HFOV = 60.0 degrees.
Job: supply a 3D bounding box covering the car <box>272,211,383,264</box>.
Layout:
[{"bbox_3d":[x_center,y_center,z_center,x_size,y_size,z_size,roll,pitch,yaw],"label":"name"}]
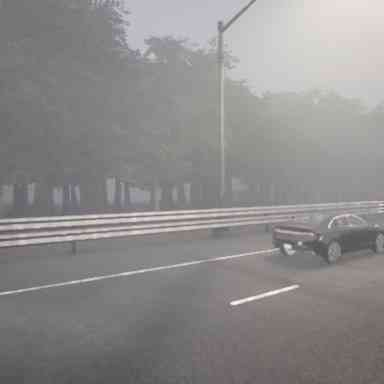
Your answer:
[{"bbox_3d":[4.881,1.417,11.517,4.902,1.511,2.128,-1,0,-35],"label":"car"}]
